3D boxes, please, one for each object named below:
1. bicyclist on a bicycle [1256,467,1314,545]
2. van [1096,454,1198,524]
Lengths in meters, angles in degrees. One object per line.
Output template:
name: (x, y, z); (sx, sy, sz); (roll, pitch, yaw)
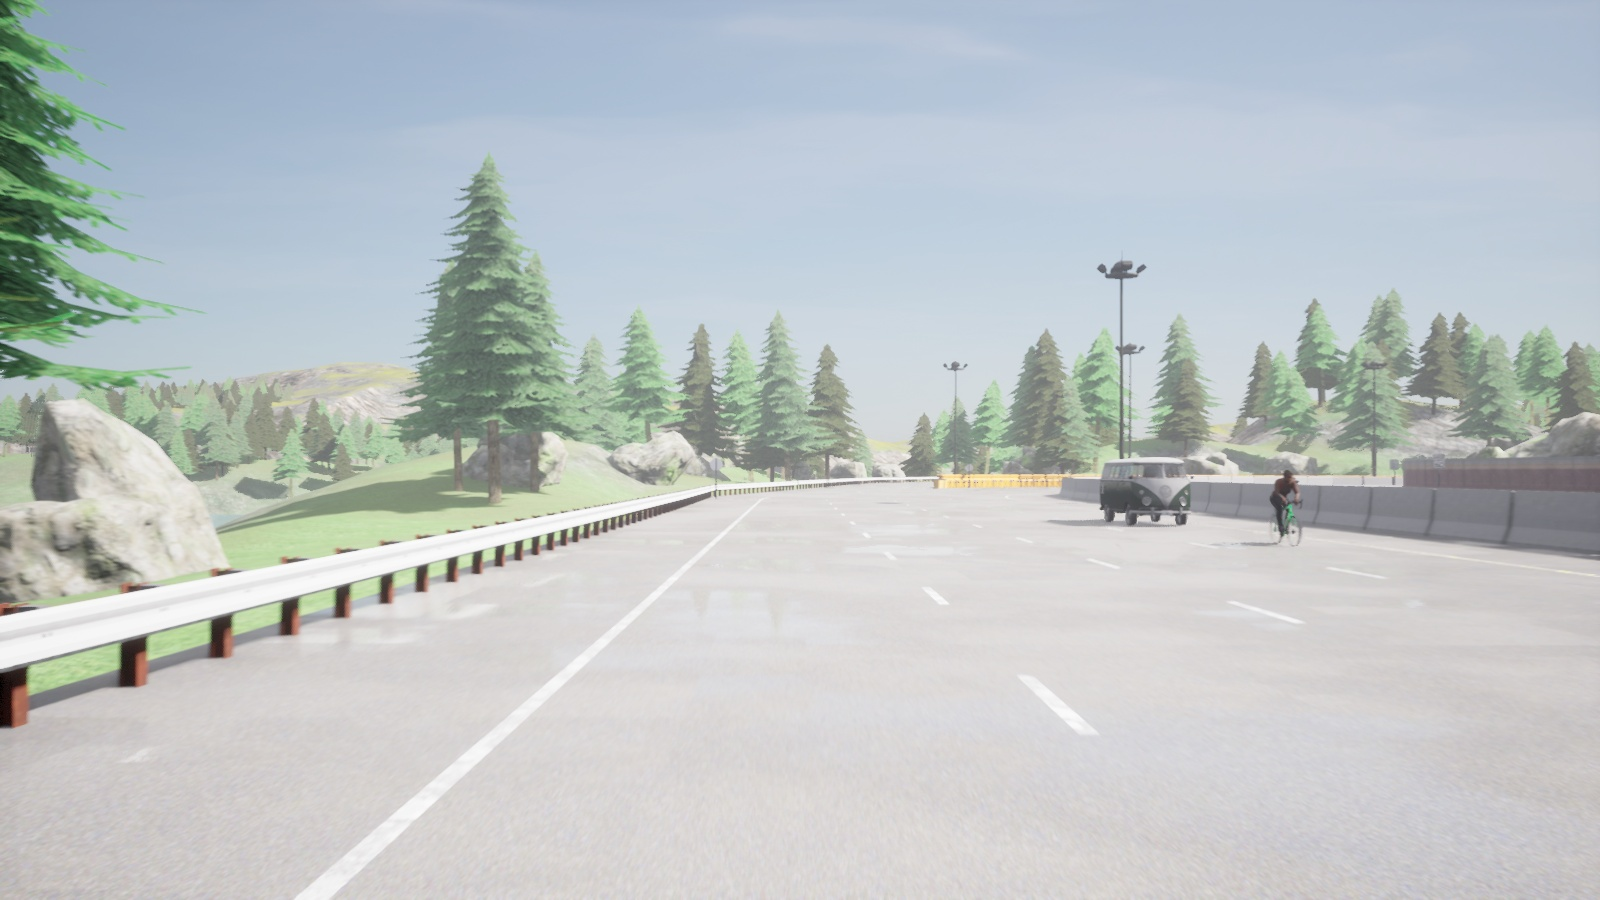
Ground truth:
bicyclist on a bicycle: (10.395, 1.170, 26.957); (0.582, 1.620, 1.656); (0, -1, 0)
van: (10.338, 1.149, 37.743); (1.775, 1.987, 4.442); (0, -1, 0)
